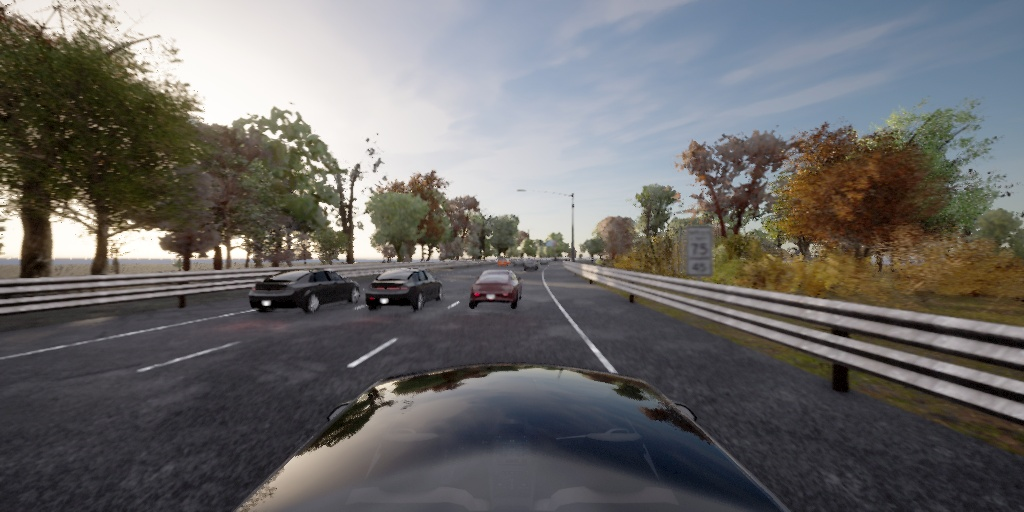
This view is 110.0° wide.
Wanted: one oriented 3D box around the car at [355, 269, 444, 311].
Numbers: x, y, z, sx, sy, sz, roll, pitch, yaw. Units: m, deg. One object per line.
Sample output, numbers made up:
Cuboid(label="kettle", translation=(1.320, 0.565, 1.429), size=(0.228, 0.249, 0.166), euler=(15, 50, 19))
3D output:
Cuboid(label="car", translation=(-4.154, 1.266, 14.546), size=(1.837, 1.490, 4.892), euler=(0, 0, 4))

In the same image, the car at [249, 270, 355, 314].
Cuboid(label="car", translation=(-7.705, 1.260, 13.903), size=(1.837, 1.490, 4.892), euler=(0, 0, 4))

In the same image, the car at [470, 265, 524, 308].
Cuboid(label="car", translation=(-0.596, 1.291, 15.187), size=(1.812, 1.442, 4.674), euler=(0, 0, 4))

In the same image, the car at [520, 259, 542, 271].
Cuboid(label="car", translation=(2.827, 1.323, 51.768), size=(2.128, 1.511, 4.902), euler=(0, 0, 7))
